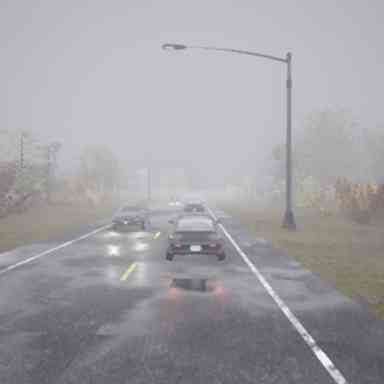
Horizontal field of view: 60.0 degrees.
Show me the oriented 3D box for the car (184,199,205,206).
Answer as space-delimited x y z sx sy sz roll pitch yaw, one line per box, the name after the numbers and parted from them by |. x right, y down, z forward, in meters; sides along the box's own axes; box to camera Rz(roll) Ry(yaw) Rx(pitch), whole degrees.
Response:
0.207 1.343 30.823 1.812 1.442 4.674 0 1 0 | car

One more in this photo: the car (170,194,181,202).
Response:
-3.086 1.136 62.817 2.128 1.511 4.902 0 0 1 | car

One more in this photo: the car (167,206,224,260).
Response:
0.110 1.453 11.996 1.812 1.442 4.674 0 1 0 | car

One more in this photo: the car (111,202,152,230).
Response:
-3.544 1.383 20.289 1.837 1.490 4.892 0 0 0 | car
